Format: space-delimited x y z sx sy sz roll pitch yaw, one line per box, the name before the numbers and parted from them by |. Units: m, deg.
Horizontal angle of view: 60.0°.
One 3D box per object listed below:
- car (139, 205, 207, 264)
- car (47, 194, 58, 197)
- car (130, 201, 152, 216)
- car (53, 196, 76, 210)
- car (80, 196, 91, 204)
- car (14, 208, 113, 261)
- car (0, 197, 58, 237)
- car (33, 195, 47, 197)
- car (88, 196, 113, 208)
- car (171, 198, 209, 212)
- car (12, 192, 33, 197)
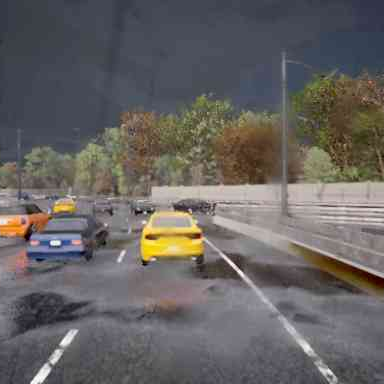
car | -0.760 1.448 11.774 1.882 1.535 5.008 0 0 -6
car | -33.726 1.272 79.896 4.892 1.490 1.837 0 0 43
car | -4.782 1.534 31.527 1.895 1.301 4.718 0 0 -17
car | -12.974 1.436 34.082 1.882 1.535 5.008 0 0 -19
car | -20.021 1.437 63.787 1.994 1.385 4.181 0 0 -36
car | -4.278 1.531 12.212 2.033 1.411 5.357 0 0 -7
car | -8.443 1.342 16.473 2.097 1.767 4.553 0 0 -8
car | -36.203 1.386 77.423 4.718 1.301 1.895 0 0 43
car | -8.870 1.437 32.811 2.128 1.511 4.902 0 0 -17
car | -0.334 1.369 33.111 1.837 1.490 4.892 -2 1 -39
car | -38.661 1.034 74.928 5.566 2.045 2.150 0 0 43
